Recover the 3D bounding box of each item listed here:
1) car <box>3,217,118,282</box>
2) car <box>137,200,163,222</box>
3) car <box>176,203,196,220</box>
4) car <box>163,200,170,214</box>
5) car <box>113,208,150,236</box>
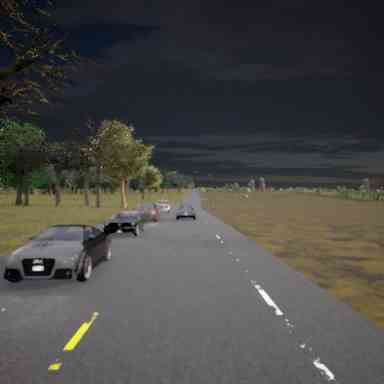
[{"bbox_3d":[-3.766,1.690,10.068,1.994,1.385,4.181,0,-1,-1],"label":"car"},{"bbox_3d":[-4.109,1.788,30.253,2.097,1.767,4.553,0,-1,-1],"label":"car"},{"bbox_3d":[-0.585,2.049,33.425,1.994,1.385,4.181,0,-1,-1],"label":"car"},{"bbox_3d":[-4.425,2.201,50.006,2.150,2.045,5.566,0,-2,-1],"label":"car"},{"bbox_3d":[-3.958,1.859,20.229,1.895,1.301,4.718,0,-1,-1],"label":"car"}]
